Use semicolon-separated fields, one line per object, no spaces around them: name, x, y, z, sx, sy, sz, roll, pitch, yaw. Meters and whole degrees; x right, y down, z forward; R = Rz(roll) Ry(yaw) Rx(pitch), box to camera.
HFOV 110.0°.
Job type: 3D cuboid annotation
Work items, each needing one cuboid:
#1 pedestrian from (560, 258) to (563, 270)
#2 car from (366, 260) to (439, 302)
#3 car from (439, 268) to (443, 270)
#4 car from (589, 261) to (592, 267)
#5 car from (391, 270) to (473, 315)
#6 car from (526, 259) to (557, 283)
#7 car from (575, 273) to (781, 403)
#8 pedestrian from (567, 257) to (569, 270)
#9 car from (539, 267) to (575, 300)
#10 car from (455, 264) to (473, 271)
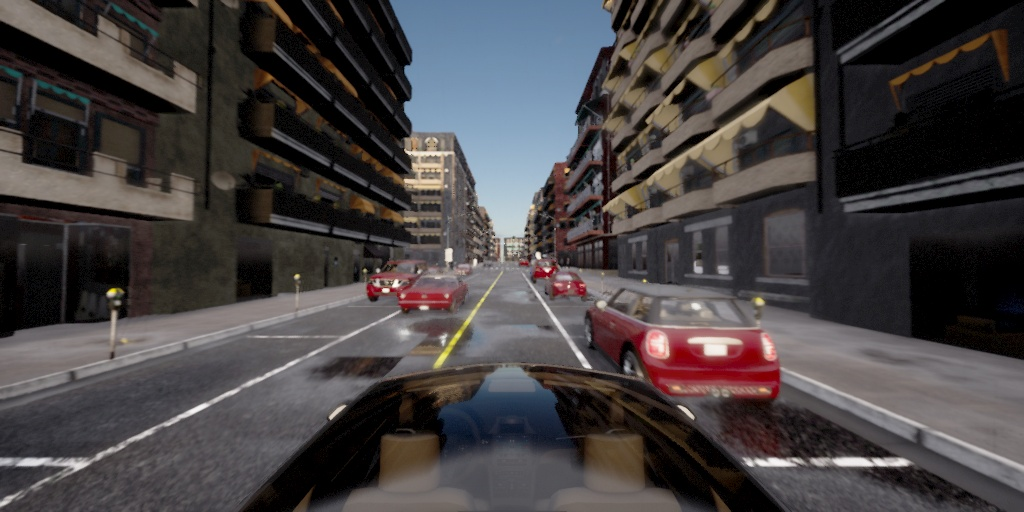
pedestrian;7.026;1.091;50.830;0.375;1.860;0.375;1;-2;0
car;-5.309;1.127;17.552;2.192;1.841;5.009;0;0;0
car;-5.307;1.383;23.083;1.888;1.381;4.507;0;0;0
car;13.764;1.459;57.502;4.403;1.370;2.007;0;0;0
car;-2.846;1.398;13.877;1.895;1.301;4.718;0;0;0
car;2.543;1.180;28.556;2.192;1.841;5.009;0;0;0
car;2.535;1.207;6.432;1.967;1.591;4.097;0;0;0
pedestrian;8.027;1.015;51.432;0.375;1.860;0.375;1;-2;0
car;2.539;1.394;17.494;1.802;1.307;4.207;0;0;0
car;-5.302;1.509;39.676;1.802;1.307;4.207;0;0;0
